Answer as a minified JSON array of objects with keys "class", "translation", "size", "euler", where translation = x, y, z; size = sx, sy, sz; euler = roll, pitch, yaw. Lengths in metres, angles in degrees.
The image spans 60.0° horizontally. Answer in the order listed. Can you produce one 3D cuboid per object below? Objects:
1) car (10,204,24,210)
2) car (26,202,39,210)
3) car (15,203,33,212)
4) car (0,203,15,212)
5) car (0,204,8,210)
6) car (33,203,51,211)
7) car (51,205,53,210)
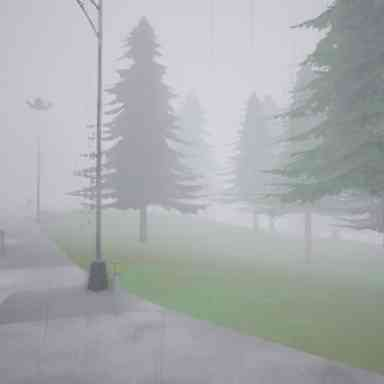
[{"class":"car","translation":[-42.537,3.621,80.945],"size":[1.994,1.385,4.181],"euler":[0,-2,-16]},{"class":"car","translation":[-39.162,3.450,81.879],"size":[2.097,1.767,4.553],"euler":[0,-2,-16]},{"class":"car","translation":[-36.433,3.476,72.281],"size":[1.812,1.442,4.674],"euler":[0,-2,-16]},{"class":"car","translation":[-39.800,3.449,71.324],"size":[1.812,1.442,4.674],"euler":[0,-2,-16]},{"class":"car","translation":[-45.903,3.542,79.989],"size":[1.837,1.490,4.892],"euler":[0,-2,-16]},{"class":"car","translation":[-33.058,3.530,73.205],"size":[1.994,1.385,4.181],"euler":[0,-2,-16]},{"class":"car","translation":[-35.804,3.676,82.859],"size":[1.994,1.385,4.181],"euler":[0,-2,-16]}]
